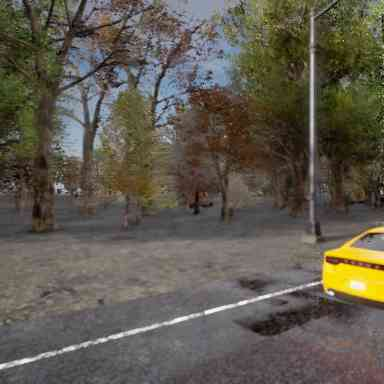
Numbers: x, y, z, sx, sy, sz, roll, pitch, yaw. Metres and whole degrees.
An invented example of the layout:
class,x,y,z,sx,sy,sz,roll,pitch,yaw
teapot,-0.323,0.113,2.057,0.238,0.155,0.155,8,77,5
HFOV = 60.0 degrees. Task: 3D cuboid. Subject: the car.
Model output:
class,x,y,z,sx,sy,sz,roll,pitch,yaw
car,4.911,1.487,7.249,5.008,1.535,1.882,0,0,-36
